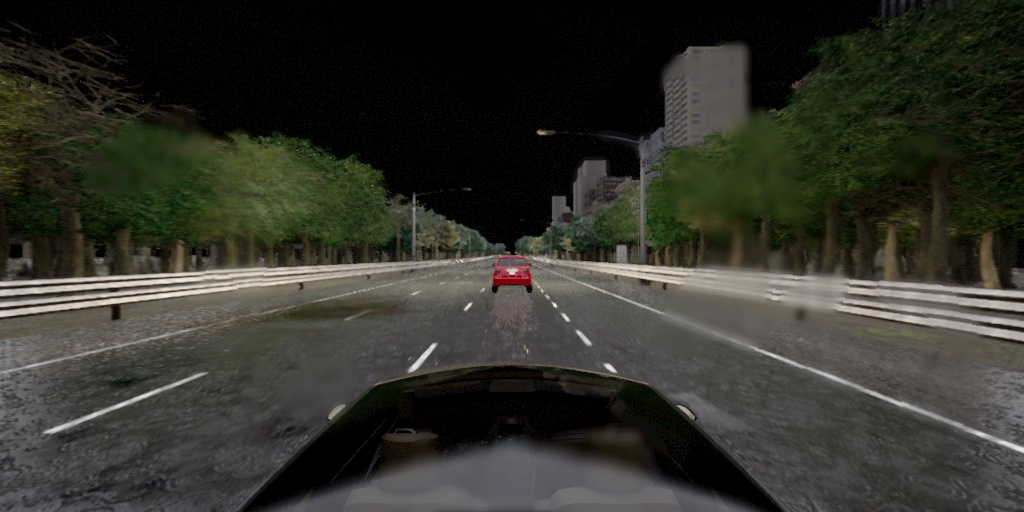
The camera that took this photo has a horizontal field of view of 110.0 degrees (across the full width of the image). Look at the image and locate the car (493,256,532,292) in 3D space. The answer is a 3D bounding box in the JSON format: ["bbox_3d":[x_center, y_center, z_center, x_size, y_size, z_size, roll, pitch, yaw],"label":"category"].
[{"bbox_3d":[0.006,1.005,21.763,2.150,2.045,5.566,0,0,0],"label":"car"}]
